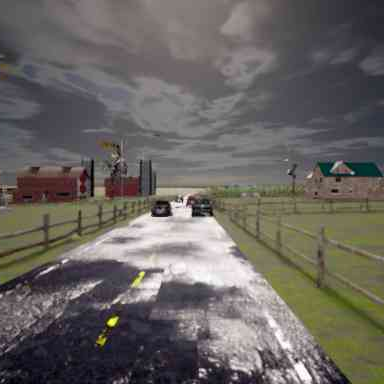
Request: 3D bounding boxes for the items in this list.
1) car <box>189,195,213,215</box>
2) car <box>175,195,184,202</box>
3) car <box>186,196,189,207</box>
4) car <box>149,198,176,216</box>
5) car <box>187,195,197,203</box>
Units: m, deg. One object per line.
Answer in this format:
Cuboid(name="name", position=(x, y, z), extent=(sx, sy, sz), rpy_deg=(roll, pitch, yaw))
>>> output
Cuboid(name="car", position=(0.969, 1.345, 33.270), extent=(2.097, 1.767, 4.553), rpy_deg=(0, 0, 0))
Cuboid(name="car", position=(-2.734, 1.488, 73.426), extent=(2.128, 1.511, 4.902), rpy_deg=(0, 0, 0))
Cuboid(name="car", position=(0.012, 1.527, 52.153), extent=(1.812, 1.442, 4.674), rpy_deg=(0, 0, 0))
Cuboid(name="car", position=(-2.838, 1.520, 32.187), extent=(1.812, 1.442, 4.674), rpy_deg=(0, 0, 0))
Cuboid(name="car", position=(0.016, 1.365, 68.876), extent=(1.882, 1.535, 5.008), rpy_deg=(0, 0, 0))
